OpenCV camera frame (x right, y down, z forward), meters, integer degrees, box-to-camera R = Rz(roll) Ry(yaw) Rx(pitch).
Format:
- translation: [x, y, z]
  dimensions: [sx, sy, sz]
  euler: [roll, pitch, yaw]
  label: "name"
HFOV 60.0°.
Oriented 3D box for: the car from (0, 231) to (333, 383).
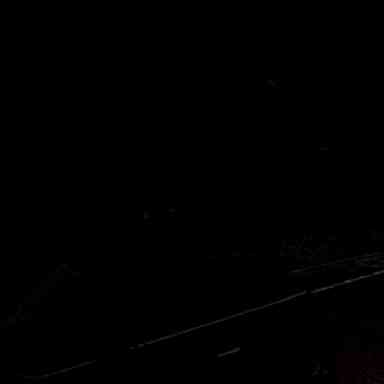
- translation: [-0.708, 1.353, 3.181]
  dimensions: [4.553, 1.767, 2.097]
  euler: [0, 0, -36]
  label: "car"
